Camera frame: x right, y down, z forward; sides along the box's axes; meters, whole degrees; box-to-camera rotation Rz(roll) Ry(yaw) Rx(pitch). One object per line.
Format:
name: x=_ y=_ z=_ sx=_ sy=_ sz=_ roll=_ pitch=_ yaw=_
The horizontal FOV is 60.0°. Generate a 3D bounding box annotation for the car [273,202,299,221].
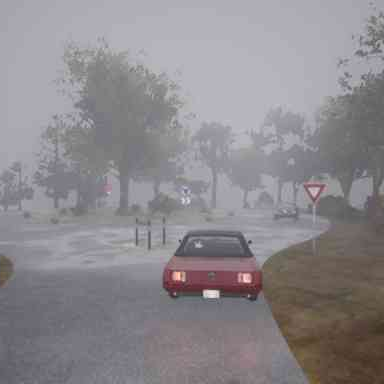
car: x=7.731 y=1.530 z=27.310 sx=2.033 sy=1.411 sz=5.357 roll=0 pitch=0 yaw=18

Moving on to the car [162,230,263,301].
car: x=0.573 y=1.595 z=8.354 sx=1.895 sy=1.301 sz=4.718 roll=0 pitch=0 yaw=5

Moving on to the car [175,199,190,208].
car: x=-2.772 y=1.573 z=46.065 sx=4.718 sy=1.301 sz=1.895 roll=0 pitch=0 yaw=15
